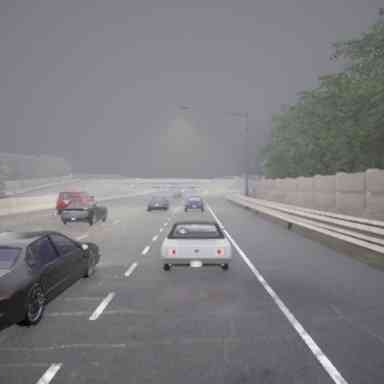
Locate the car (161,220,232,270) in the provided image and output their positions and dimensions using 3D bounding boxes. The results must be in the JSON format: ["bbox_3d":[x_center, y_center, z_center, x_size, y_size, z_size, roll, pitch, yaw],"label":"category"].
[{"bbox_3d":[0.119,1.553,10.805,1.895,1.301,4.718,0,0,0],"label":"car"}]

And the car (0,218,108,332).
[{"bbox_3d":[-3.492,1.528,6.906,2.033,1.411,5.357,0,0,0],"label":"car"}]

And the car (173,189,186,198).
[{"bbox_3d":[-3.006,0.525,71.107,2.128,1.511,4.902,0,1,0],"label":"car"}]

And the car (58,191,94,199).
[{"bbox_3d":[-10.302,0.910,29.998,2.150,2.045,5.566,0,1,0],"label":"car"}]

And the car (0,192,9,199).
[{"bbox_3d":[-27.768,0.767,46.600,2.097,1.767,4.553,0,1,1],"label":"car"}]

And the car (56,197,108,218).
[{"bbox_3d":[-6.838,1.317,21.629,2.128,1.511,4.902,0,1,0],"label":"car"}]

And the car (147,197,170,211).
[{"bbox_3d":[-3.362,1.185,34.056,1.994,1.385,4.181,0,1,0],"label":"car"}]

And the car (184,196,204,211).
[{"bbox_3d":[0.240,1.145,34.102,1.812,1.442,4.674,0,1,0],"label":"car"}]
